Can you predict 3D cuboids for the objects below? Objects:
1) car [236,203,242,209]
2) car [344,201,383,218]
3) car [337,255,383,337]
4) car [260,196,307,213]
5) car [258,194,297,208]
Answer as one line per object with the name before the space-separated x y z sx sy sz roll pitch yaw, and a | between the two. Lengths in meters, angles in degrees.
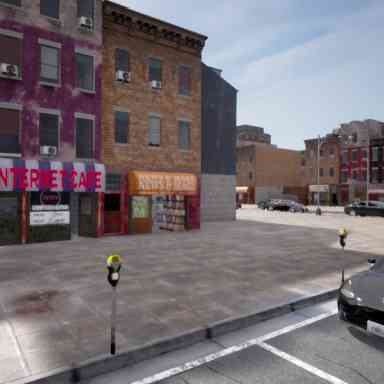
car | 4.360 1.622 45.151 2.033 1.411 5.357 1 0 -36
car | 15.843 1.539 28.975 1.837 1.490 4.892 1 0 -35
car | 4.409 1.567 5.943 4.313 1.339 1.947 0 0 -35
car | 10.359 1.545 36.706 2.128 1.511 4.902 1 0 -35
car | 10.718 1.307 41.295 2.150 2.045 5.566 1 0 -35
